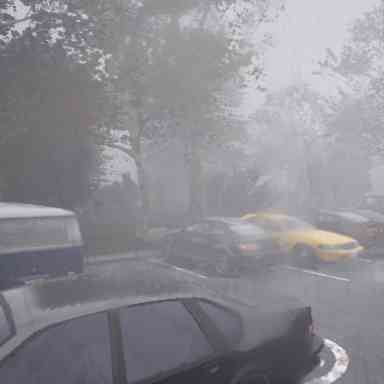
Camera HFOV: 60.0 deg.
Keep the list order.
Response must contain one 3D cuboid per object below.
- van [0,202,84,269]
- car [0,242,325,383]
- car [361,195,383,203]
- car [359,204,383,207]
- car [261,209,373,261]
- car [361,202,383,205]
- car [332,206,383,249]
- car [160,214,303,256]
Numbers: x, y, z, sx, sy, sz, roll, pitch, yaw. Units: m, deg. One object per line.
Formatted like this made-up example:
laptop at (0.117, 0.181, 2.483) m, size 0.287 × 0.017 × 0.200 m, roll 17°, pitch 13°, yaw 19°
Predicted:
van at (-3.841, 1.252, 7.211) m, size 1.878 × 1.987 × 4.442 m, roll 0°, pitch 0°, yaw -35°
car at (-1.064, 1.546, 2.923) m, size 5.357 × 1.411 × 2.033 m, roll 0°, pitch 0°, yaw -35°
car at (12.109, 1.194, 18.424) m, size 2.435 × 2.045 × 5.566 m, roll 0°, pitch 0°, yaw -36°
car at (7.579, 1.483, 15.186) m, size 2.163 × 1.488 × 4.792 m, roll 0°, pitch 0°, yaw -36°
car at (3.137, 1.460, 11.821) m, size 1.946 × 1.575 × 5.366 m, roll 0°, pitch 0°, yaw -36°
car at (9.812, 1.478, 16.853) m, size 2.163 × 1.488 × 4.792 m, roll 0°, pitch 0°, yaw -36°
car at (5.299, 1.458, 13.587) m, size 2.097 × 1.535 × 5.008 m, roll 0°, pitch 0°, yaw -36°
car at (0.764, 1.508, 10.352) m, size 2.002 × 1.452 × 4.674 m, roll 0°, pitch 0°, yaw -36°
